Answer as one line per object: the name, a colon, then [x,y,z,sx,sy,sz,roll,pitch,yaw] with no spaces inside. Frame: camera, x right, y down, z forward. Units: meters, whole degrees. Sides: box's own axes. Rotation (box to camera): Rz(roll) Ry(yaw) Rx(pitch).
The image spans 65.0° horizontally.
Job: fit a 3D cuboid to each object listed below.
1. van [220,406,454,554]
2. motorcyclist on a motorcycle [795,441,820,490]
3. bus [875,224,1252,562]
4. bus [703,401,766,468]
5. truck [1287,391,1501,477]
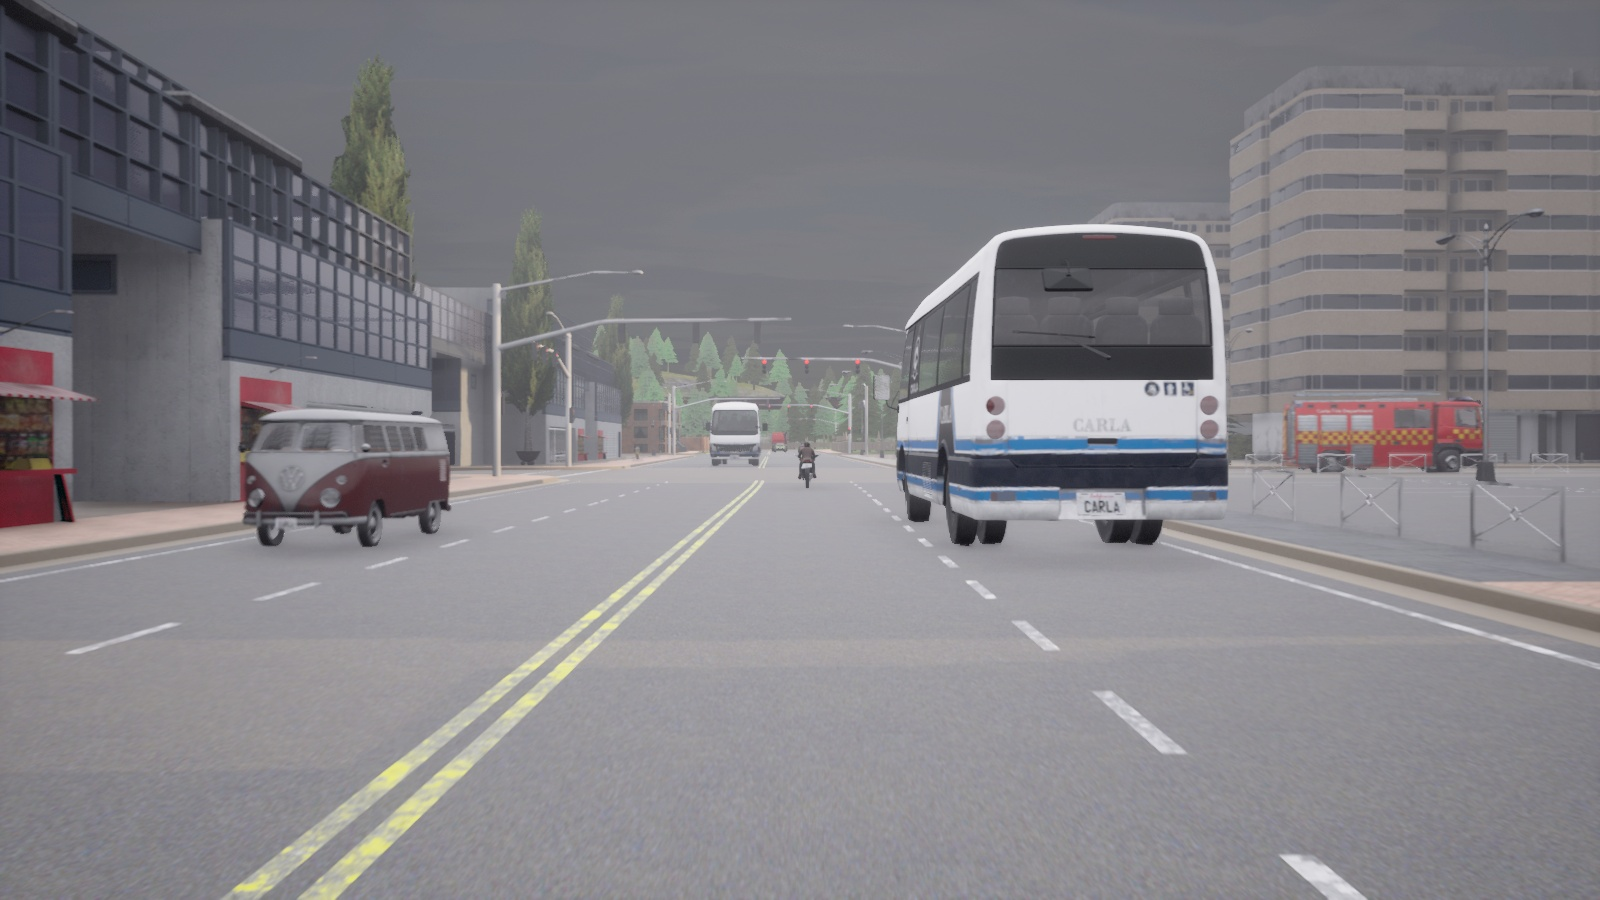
van: [-6.849,0.386,19.144,1.775,1.987,4.442,0,0,2]
motorcyclist on a motorcycle: [0.230,0.498,41.444,0.797,1.523,2.044,0,2,0]
bus: [3.633,-0.745,20.972,3.944,4.253,10.273,0,0,-1]
bus: [-4.287,-1.111,84.829,3.944,4.253,10.273,0,1,-1]
truck: [27.296,-0.723,58.079,8.468,3.827,2.891,0,0,9]
